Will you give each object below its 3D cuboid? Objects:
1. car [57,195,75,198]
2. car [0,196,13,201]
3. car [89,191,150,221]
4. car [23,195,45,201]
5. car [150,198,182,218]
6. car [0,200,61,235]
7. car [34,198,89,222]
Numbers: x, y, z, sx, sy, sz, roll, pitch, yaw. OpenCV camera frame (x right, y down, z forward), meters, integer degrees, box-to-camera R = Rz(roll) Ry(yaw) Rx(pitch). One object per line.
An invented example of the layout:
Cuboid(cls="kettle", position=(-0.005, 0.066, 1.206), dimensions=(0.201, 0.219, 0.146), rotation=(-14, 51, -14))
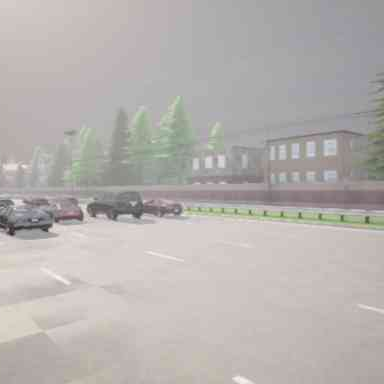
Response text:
Cuboid(cls="car", position=(-15.944, 1.089, 41.663), dimensions=(1.837, 1.490, 4.892), rotation=(-1, 1, -41))
Cuboid(cls="car", position=(-21.244, 1.199, 37.091), dimensions=(1.837, 1.490, 4.892), rotation=(-1, 1, -41))
Cuboid(cls="car", position=(-5.734, 0.941, 24.575), dimensions=(2.150, 2.045, 5.566), rotation=(-1, 1, -41))
Cuboid(cls="car", position=(-18.587, 1.144, 39.369), dimensions=(1.837, 1.490, 4.892), rotation=(-1, 1, -41))
Cuboid(cls="car", position=(-2.647, 1.193, 26.365), dimensions=(1.812, 1.442, 4.674), rotation=(-1, 1, -41))
Cuboid(cls="car", position=(-9.166, 1.389, 17.862), dimensions=(2.033, 1.411, 5.357), rotation=(-1, 1, -41))
Cuboid(cls="car", position=(-9.204, 1.334, 23.241), dimensions=(1.994, 1.385, 4.181), rotation=(-1, 1, -41))
